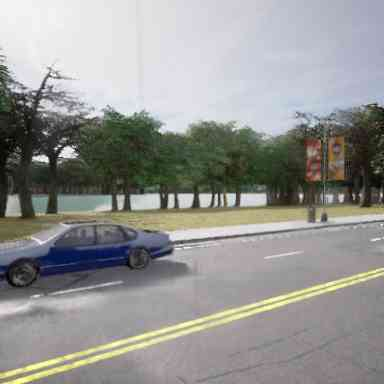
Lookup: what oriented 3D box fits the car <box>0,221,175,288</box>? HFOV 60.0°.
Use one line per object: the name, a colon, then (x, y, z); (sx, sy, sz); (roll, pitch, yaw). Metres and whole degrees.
car: (-3.108, 1.550, 9.438); (5.357, 1.411, 2.033); (0, 0, -35)
